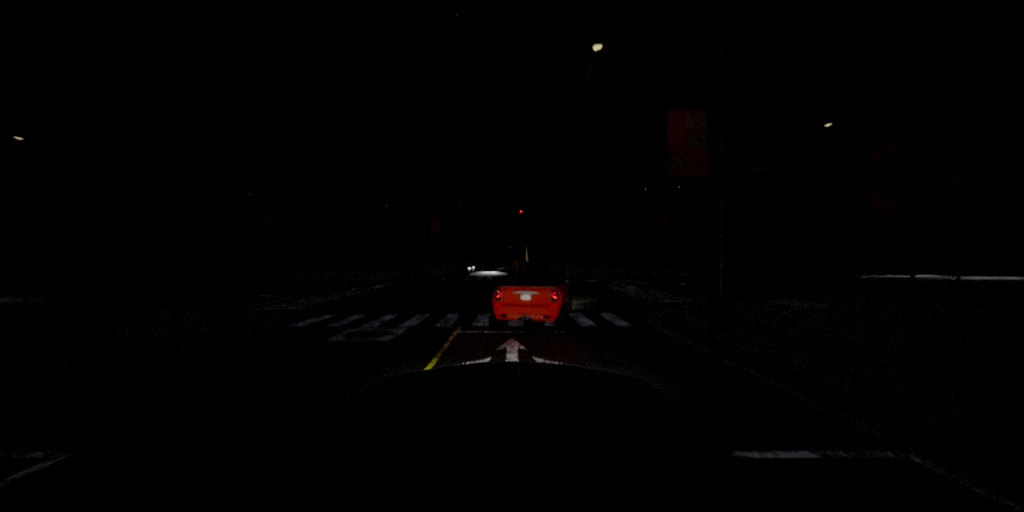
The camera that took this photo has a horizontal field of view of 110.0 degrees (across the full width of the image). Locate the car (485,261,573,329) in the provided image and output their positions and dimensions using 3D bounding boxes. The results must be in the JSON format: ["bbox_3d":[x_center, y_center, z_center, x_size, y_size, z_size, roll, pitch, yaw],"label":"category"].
[{"bbox_3d":[0.814,1.165,11.852,2.097,1.767,4.553,0,-1,12],"label":"car"}]

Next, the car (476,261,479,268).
[{"bbox_3d":[-5.981,1.551,48.369,2.007,1.370,4.403,0,0,0],"label":"car"}]

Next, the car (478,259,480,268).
[{"bbox_3d":[-6.107,1.648,62.939,1.948,1.339,4.313,0,0,0],"label":"car"}]

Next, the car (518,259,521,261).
[{"bbox_3d":[2.446,1.615,59.779,2.007,1.370,4.403,0,0,0],"label":"car"}]

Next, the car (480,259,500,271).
[{"bbox_3d":[-3.341,1.530,55.234,2.128,1.511,4.902,0,0,0],"label":"car"}]

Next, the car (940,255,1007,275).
[{"bbox_3d":[36.665,0.703,28.140,4.902,1.511,2.128,-1,0,0],"label":"car"}]

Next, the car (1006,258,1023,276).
[{"bbox_3d":[38.175,0.775,24.894,4.718,1.301,1.895,-1,0,0],"label":"car"}]

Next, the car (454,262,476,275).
[{"bbox_3d":[-5.938,1.523,43.377,2.007,1.370,4.403,0,0,0],"label":"car"}]
